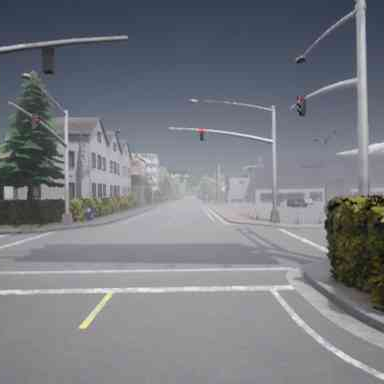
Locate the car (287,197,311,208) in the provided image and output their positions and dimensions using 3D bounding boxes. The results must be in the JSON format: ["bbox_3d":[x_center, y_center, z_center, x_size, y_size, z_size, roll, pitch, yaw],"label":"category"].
[{"bbox_3d":[15.418,1.574,49.172,2.007,1.523,4.514,-1,-1,0],"label":"car"}]

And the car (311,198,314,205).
[{"bbox_3d":[19.061,1.519,56.231,1.970,1.475,3.806,-1,-1,0],"label":"car"}]

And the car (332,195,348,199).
[{"bbox_3d":[25.476,1.347,56.573,2.152,1.636,5.027,-1,-1,0],"label":"car"}]
